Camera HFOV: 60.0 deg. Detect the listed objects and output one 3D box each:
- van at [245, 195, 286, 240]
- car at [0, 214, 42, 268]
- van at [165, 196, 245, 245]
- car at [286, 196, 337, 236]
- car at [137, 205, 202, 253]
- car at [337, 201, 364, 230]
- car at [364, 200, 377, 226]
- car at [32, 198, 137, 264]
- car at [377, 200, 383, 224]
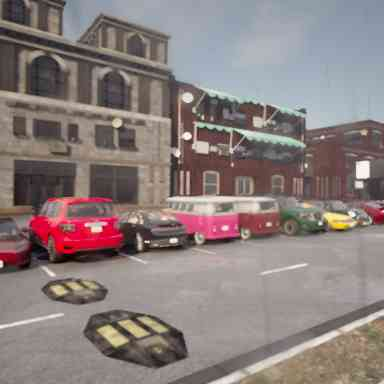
[{"bbox_3d":[2.314,1.242,17.174,1.878,1.987,4.442,0,0,-35],"label":"van"},{"bbox_3d":[-6.573,1.511,10.709,2.163,1.488,4.792,0,0,-35],"label":"car"},{"bbox_3d":[0.148,1.248,15.641,1.878,1.987,4.442,0,0,-35],"label":"van"},{"bbox_3d":[4.764,1.207,18.732,2.435,2.045,5.566,0,0,-35],"label":"car"},{"bbox_3d":[-2.050,1.479,13.932,2.231,1.521,4.892,0,0,-35],"label":"car"},{"bbox_3d":[7.124,1.447,20.218,1.946,1.575,5.366,0,0,-35],"label":"car"},{"bbox_3d":[9.164,1.312,21.933,2.185,1.767,4.553,0,0,-35],"label":"car"},{"bbox_3d":[-4.439,1.229,12.286,2.435,2.045,5.566,0,0,-35],"label":"car"},{"bbox_3d":[11.450,1.425,23.512,2.097,1.535,5.008,0,0,-35],"label":"car"}]
